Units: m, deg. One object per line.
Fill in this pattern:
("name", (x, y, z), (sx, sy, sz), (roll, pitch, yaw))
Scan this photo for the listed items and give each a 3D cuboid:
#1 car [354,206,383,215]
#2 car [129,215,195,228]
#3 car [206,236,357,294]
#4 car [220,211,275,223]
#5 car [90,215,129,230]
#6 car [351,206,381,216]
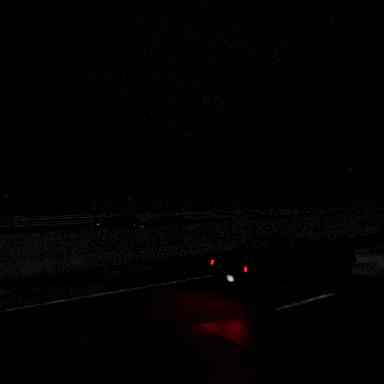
("car", (21.824, 2.641, 40.153), (4.902, 1.511, 2.128), (0, -2, -35))
("car", (-2.172, 2.641, 27.861), (5.357, 1.411, 2.033), (1, -3, -35))
("car", (2.814, 1.947, 9.814), (4.718, 1.301, 1.895), (1, -3, -35))
("car", (3.913, 2.198, 23.569), (4.553, 1.767, 2.097), (1, -3, -35))
("car", (-6.512, 2.727, 29.132), (4.674, 1.442, 1.812), (1, -3, -34))
("car", (27.523, 2.964, 52.527), (4.902, 1.511, 2.128), (0, -2, -34))
